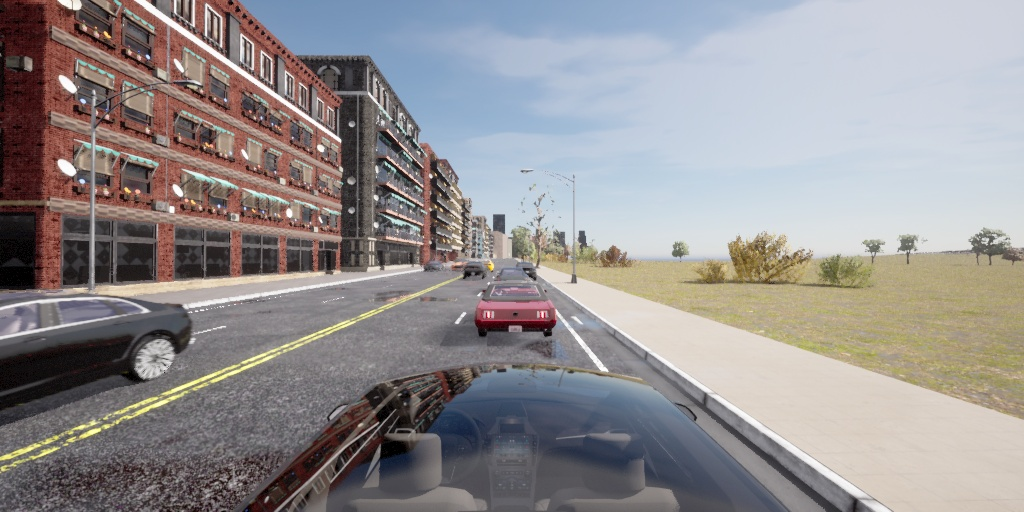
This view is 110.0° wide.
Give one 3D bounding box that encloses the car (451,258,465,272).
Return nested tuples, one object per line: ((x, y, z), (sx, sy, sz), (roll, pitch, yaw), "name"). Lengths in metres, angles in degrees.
((-6.732, 1.105, 47.320), (2.097, 1.767, 4.553), (0, 0, 0), "car")

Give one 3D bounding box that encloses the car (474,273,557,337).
((0.076, 1.352, 10.282), (1.895, 1.301, 4.718), (0, 0, 0), "car")

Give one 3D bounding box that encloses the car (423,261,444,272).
((-9.979, 1.317, 46.053), (1.994, 1.385, 4.181), (0, 0, 0), "car")

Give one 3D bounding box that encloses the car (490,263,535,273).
((0.037, 1.317, 20.312), (1.994, 1.385, 4.181), (0, 0, 0), "car")

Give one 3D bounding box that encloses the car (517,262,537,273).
((1.053, 1.259, 30.306), (1.837, 1.490, 4.892), (0, 0, 0), "car")

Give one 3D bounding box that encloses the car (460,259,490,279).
((-3.240, 1.253, 32.306), (1.837, 1.490, 4.892), (0, -1, 0), "car")

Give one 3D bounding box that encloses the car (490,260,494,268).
((-3.278, 1.231, 45.126), (1.882, 1.535, 5.008), (0, 0, 0), "car")

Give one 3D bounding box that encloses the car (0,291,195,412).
((-6.609, 1.242, 4.345), (2.128, 1.511, 4.902), (0, 0, 0), "car")
